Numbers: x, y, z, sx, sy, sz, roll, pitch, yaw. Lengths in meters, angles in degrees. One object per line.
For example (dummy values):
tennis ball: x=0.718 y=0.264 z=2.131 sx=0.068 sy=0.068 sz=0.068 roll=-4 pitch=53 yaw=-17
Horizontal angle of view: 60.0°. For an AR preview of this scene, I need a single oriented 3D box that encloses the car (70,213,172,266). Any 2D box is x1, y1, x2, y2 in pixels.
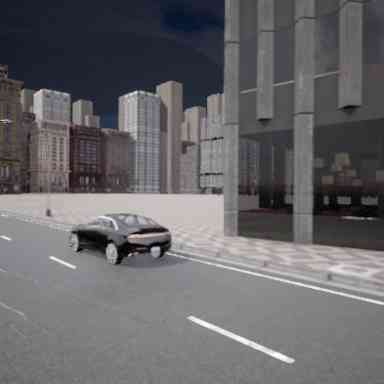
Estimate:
car: x=-2.705 y=1.504 z=11.808 sx=2.128 sy=1.511 sz=4.902 roll=0 pitch=0 yaw=-41
